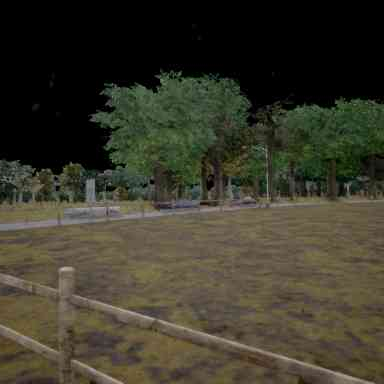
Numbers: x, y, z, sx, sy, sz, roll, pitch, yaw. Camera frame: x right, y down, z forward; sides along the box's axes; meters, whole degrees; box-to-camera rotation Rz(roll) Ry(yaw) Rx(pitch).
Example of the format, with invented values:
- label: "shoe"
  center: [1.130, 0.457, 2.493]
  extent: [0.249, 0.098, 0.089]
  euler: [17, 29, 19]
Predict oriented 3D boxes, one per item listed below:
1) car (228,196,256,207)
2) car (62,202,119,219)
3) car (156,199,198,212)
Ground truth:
- label: "car"
  center: [7.041, 1.334, 46.496]
  extent: [4.674, 1.442, 1.812]
  euler: [-1, -1, -42]
- label: "car"
  center: [-8.734, 1.577, 28.891]
  extent: [1.895, 1.301, 4.718]
  euler: [-2, -1, 37]
- label: "car"
  center: [-1.557, 1.455, 37.944]
  extent: [2.033, 1.411, 5.357]
  euler: [-2, -1, 42]
